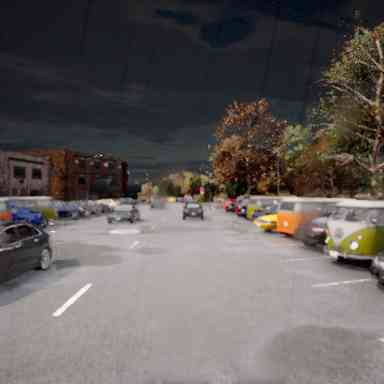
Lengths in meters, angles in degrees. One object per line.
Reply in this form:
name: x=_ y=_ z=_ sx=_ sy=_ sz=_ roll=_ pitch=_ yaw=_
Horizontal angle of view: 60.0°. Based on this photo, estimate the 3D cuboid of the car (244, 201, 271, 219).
car: x=6.392 y=1.557 z=22.442 sx=4.892 sy=1.521 sz=2.231 roll=1 pitch=-1 yaw=-20

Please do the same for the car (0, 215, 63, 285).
car: x=-5.097 y=1.523 z=8.133 sx=1.837 sy=1.490 sz=4.892 roll=0 pitch=-1 yaw=0

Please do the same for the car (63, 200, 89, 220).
car: x=-11.446 y=1.463 z=28.337 sx=4.553 sy=1.767 sz=2.185 roll=-1 pitch=-1 yaw=-20

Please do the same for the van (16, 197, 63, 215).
van: x=-11.310 y=1.330 z=22.522 sx=4.442 sy=1.987 sz=1.878 roll=-1 pitch=-1 yaw=-20

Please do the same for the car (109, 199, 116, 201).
car: x=-11.424 y=1.642 z=37.149 sx=4.892 sy=1.521 sz=2.231 roll=-1 pitch=-1 yaw=-20

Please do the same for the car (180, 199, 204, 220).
car: x=0.102 y=1.635 z=29.486 sx=1.812 sy=1.442 sz=4.674 roll=0 pitch=0 yaw=0

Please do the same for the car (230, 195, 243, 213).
car: x=6.374 y=1.479 z=31.265 sx=4.553 sy=1.767 sz=2.185 roll=1 pitch=-1 yaw=-20

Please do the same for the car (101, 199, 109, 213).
car: x=-11.386 y=1.652 z=34.223 sx=4.792 sy=1.488 sz=2.163 roll=-1 pitch=-1 yaw=-20

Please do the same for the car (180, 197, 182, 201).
car: x=-1.012 y=1.842 z=84.470 sx=2.435 sy=2.045 sz=5.566 roll=0 pitch=-1 yaw=-7

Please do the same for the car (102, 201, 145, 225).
car: x=-5.053 y=1.611 z=25.187 sx=1.812 sy=1.442 sz=4.674 roll=0 pitch=-1 yaw=1

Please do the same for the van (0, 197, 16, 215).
van: x=-11.525 y=1.307 z=16.566 sx=4.442 sy=1.987 sz=1.878 roll=-1 pitch=0 yaw=-20

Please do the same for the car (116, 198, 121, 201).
car: x=-11.416 y=1.699 z=40.079 sx=4.674 sy=1.452 sz=2.002 roll=-1 pitch=-1 yaw=-20

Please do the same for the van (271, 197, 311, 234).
van: x=6.511 y=1.307 z=16.597 sx=4.442 sy=1.987 sz=1.878 roll=1 pitch=-1 yaw=-20

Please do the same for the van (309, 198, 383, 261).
van: x=6.295 y=1.283 z=10.621 sx=4.442 sy=1.987 sz=1.878 roll=1 pitch=0 yaw=-20

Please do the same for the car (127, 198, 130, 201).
car: x=-11.416 y=1.734 z=45.948 sx=4.674 sy=1.452 sz=2.002 roll=-1 pitch=-1 yaw=-20

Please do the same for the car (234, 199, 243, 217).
car: x=6.427 y=1.618 z=28.341 sx=4.792 sy=1.488 sz=2.163 roll=1 pitch=-1 yaw=-20

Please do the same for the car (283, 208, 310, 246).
car: x=6.395 y=1.559 z=13.612 sx=4.674 sy=1.452 sz=2.002 roll=1 pitch=-1 yaw=-20

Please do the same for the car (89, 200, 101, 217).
car: x=-11.420 y=1.607 z=31.277 sx=4.892 sy=1.521 sz=2.231 roll=-1 pitch=-1 yaw=-20

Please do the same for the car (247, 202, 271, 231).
car: x=6.226 y=1.537 z=19.432 sx=5.366 sy=1.575 sz=1.946 roll=1 pitch=0 yaw=-20

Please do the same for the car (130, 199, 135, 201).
car: x=-11.421 y=1.713 z=48.881 sx=4.892 sy=1.521 sz=2.231 roll=-1 pitch=-1 yaw=-20

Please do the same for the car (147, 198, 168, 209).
car: x=-5.007 y=1.736 z=49.293 sx=1.837 sy=1.490 sz=4.892 roll=0 pitch=-1 yaw=0

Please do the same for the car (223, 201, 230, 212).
car: x=6.426 y=1.670 z=37.176 sx=4.792 sy=1.488 sz=2.163 roll=1 pitch=-1 yaw=-20

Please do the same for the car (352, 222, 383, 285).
car: x=6.401 y=1.542 z=7.718 sx=4.674 sy=1.452 sz=2.002 roll=1 pitch=0 yaw=-20

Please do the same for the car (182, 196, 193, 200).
car: x=0.069 y=1.693 z=45.002 sx=2.128 sy=1.511 sz=4.902 roll=0 pitch=0 yaw=0

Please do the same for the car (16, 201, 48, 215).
car: x=-11.408 y=1.543 z=19.542 sx=5.008 sy=1.535 sz=2.097 roll=-1 pitch=0 yaw=-20

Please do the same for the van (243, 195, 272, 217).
van: x=6.508 y=1.348 z=25.433 sx=4.442 sy=1.987 sz=1.878 roll=1 pitch=-1 yaw=-20

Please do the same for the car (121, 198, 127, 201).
car: x=-11.586 y=1.675 z=42.944 sx=5.366 sy=1.575 sz=1.946 roll=-1 pitch=0 yaw=-20
